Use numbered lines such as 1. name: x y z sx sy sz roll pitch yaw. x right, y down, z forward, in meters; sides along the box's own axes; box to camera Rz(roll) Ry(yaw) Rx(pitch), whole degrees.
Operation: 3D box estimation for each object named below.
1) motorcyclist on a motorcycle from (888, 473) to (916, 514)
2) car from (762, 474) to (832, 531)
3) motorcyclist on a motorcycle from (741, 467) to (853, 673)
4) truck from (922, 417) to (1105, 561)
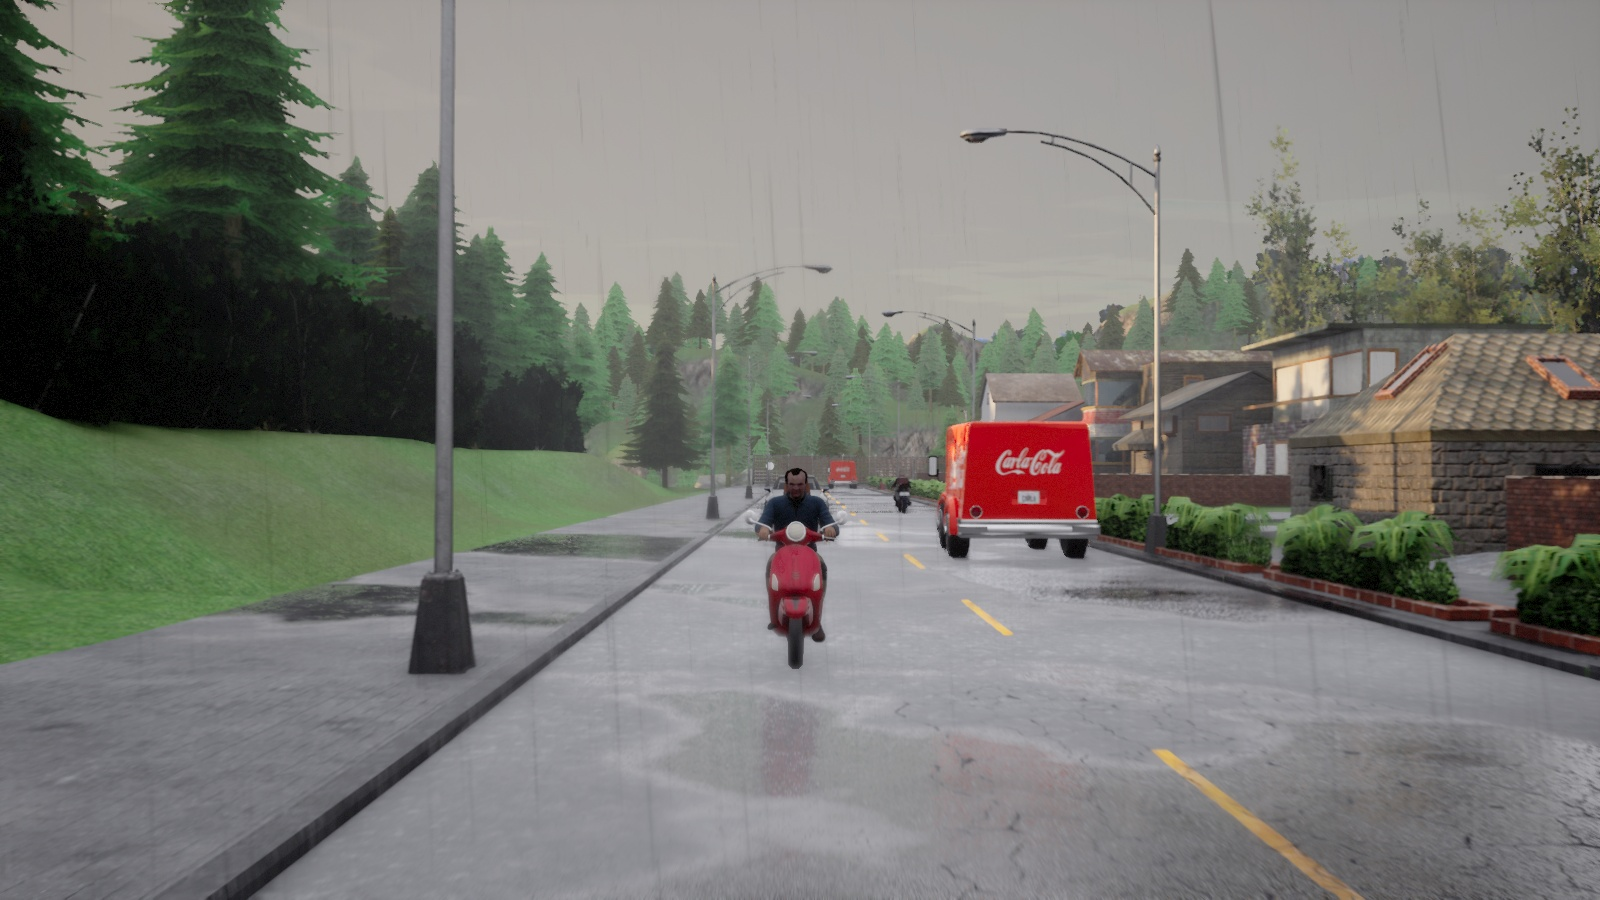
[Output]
1. motorcyclist on a motorcycle: 3.890 1.636 47.902 0.866 1.530 2.191 0 -1 0
2. car: -0.085 1.417 35.134 1.816 1.474 4.193 0 -1 0
3. motorcyclist on a motorcycle: -0.026 0.946 10.641 0.866 1.590 1.817 0 -1 0
4. truck: 3.939 0.718 24.265 2.627 2.467 5.204 0 -1 0
